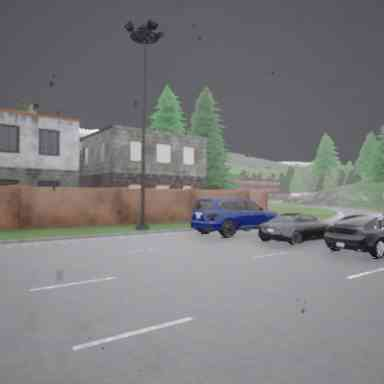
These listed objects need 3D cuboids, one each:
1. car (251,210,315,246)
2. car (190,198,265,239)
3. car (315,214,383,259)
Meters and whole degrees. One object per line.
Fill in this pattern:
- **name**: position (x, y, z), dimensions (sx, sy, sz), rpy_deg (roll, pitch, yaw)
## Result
- **car**: position (5.181, 1.711, 16.141), dimensions (4.181, 1.385, 1.994), rpy_deg (1, 0, -35)
- **car**: position (2.511, 1.363, 18.556), dimensions (5.566, 2.045, 2.150), rpy_deg (0, 0, -35)
- **car**: position (7.324, 1.655, 13.372), dimensions (4.892, 1.490, 1.837), rpy_deg (0, 0, -35)
